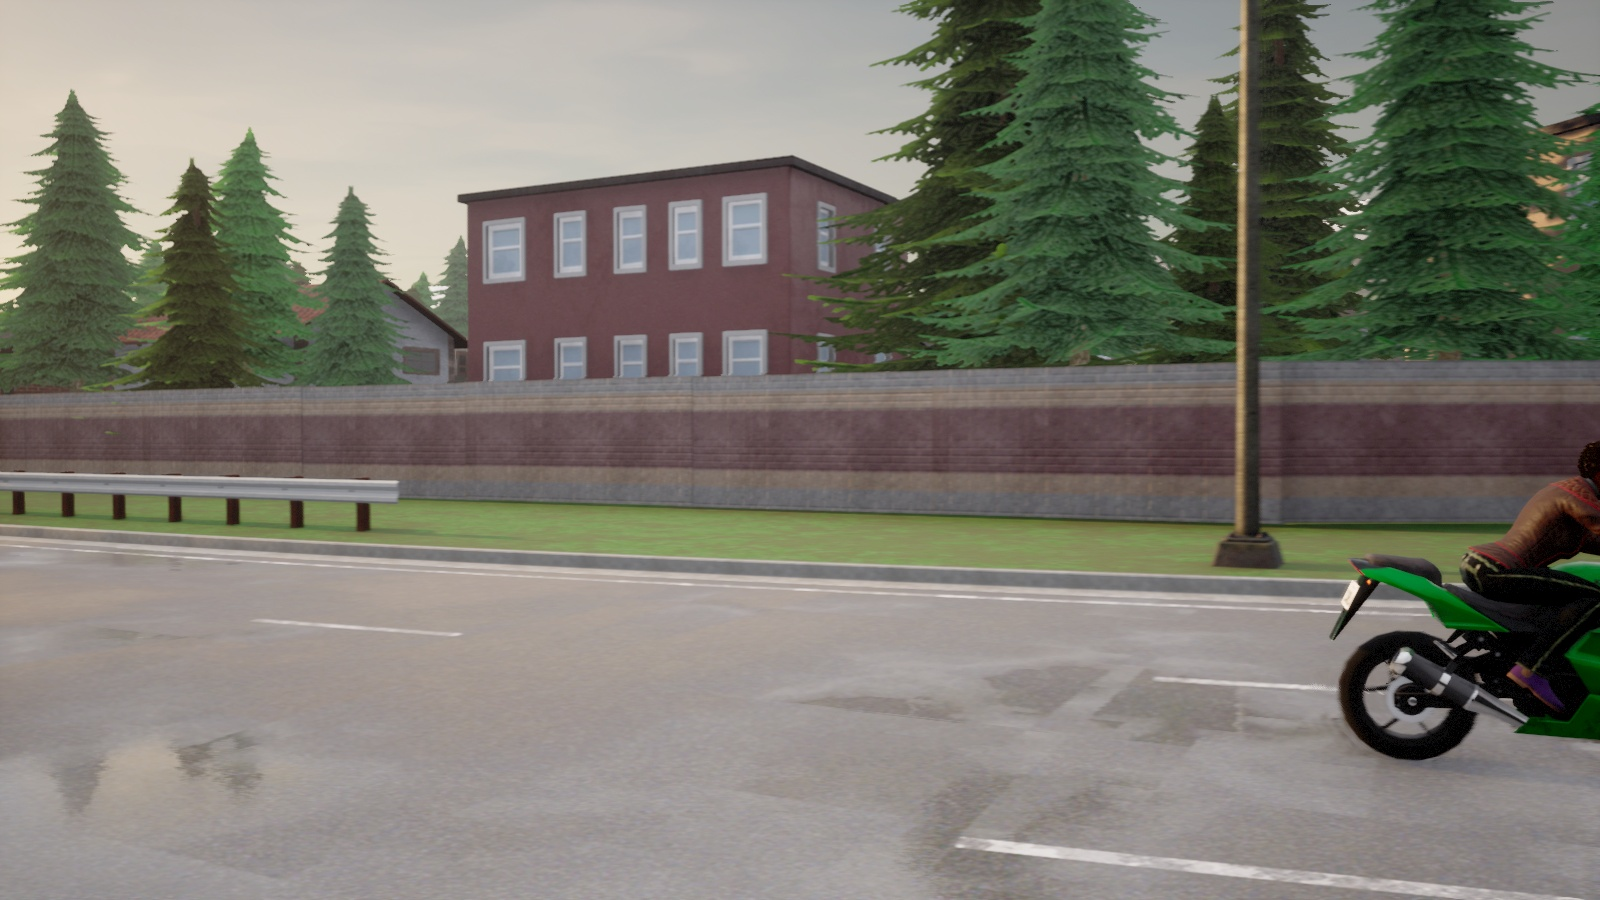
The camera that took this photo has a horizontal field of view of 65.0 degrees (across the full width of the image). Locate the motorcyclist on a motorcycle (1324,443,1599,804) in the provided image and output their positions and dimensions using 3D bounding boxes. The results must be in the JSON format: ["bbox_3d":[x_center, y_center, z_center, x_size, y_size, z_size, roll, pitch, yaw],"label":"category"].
[{"bbox_3d":[3.527,0.739,5.698,2.044,1.523,0.797,1,1,18],"label":"motorcyclist on a motorcycle"}]
